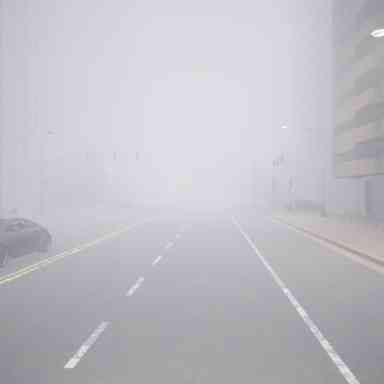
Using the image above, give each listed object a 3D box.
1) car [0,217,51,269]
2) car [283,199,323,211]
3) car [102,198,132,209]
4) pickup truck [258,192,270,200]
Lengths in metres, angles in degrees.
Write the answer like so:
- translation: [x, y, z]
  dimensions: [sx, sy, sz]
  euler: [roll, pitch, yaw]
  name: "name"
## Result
- translation: [-6.491, 1.566, 11.129]
  dimensions: [1.994, 1.385, 4.181]
  euler: [0, 0, 4]
  name: "car"
- translation: [12.968, 1.534, 38.511]
  dimensions: [4.674, 1.442, 1.812]
  euler: [0, 0, -2]
  name: "car"
- translation: [-10.304, 1.573, 45.947]
  dimensions: [4.181, 1.385, 1.994]
  euler: [0, 0, 28]
  name: "car"
- translation: [18.820, 1.078, 89.141]
  dimensions: [2.390, 2.098, 6.274]
  euler: [0, 0, 34]
  name: "pickup truck"
